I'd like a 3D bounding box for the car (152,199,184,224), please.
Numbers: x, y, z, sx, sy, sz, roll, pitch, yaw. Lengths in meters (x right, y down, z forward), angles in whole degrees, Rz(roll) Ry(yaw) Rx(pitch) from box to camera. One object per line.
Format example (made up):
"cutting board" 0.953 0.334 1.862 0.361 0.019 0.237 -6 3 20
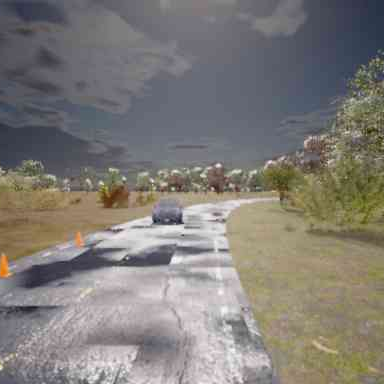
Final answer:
"car" -1.697 1.292 24.422 2.097 1.767 4.553 0 0 -1

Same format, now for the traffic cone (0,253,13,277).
"traffic cone" -4.995 1.926 8.827 0.340 0.580 0.340 0 0 3
